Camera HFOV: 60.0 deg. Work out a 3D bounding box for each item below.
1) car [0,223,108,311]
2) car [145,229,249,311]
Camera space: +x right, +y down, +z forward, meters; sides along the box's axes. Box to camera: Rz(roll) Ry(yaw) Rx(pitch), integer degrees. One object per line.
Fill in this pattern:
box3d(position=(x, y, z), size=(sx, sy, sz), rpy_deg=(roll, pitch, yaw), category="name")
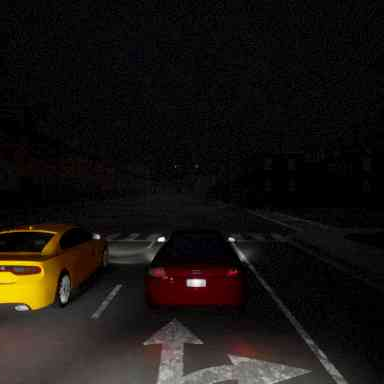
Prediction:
box3d(position=(-3.385, 1.478, 7.865), size=(1.882, 1.535, 5.008), rpy_deg=(0, 0, 0), category="car")
box3d(position=(0.107, 1.564, 7.843), size=(1.994, 1.385, 4.181), rpy_deg=(0, 0, 1), category="car")
